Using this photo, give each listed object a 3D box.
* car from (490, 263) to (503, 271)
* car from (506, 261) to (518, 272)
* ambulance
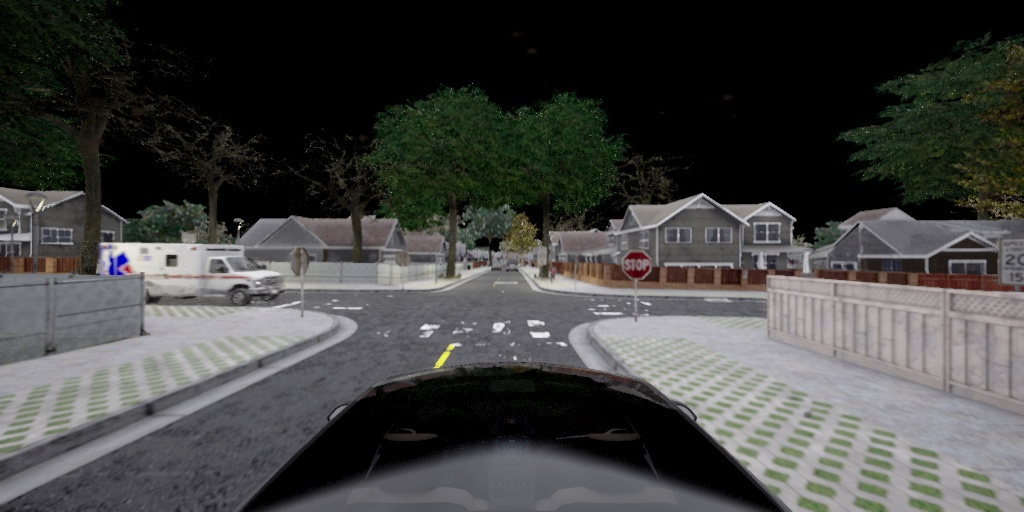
[{"bbox_3d":[-2.739,1.949,64.278,1.837,1.490,4.892,0,-1,0],"label":"car"},{"bbox_3d":[0.010,1.950,59.680,1.994,1.385,4.181,0,-1,0],"label":"car"},{"bbox_3d":[-13.071,0.731,14.981,6.366,2.431,2.351,1,0,1],"label":"ambulance"}]
